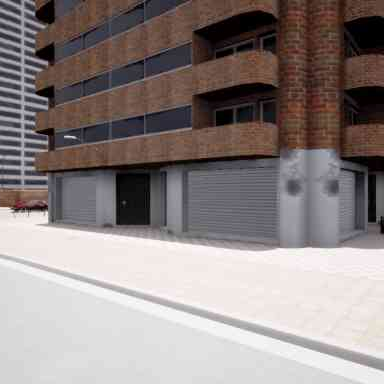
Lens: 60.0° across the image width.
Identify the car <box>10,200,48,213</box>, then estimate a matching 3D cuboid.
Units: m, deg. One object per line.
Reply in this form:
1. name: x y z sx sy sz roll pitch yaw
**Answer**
1. car: -17.894 1.601 37.672 1.895 1.301 4.718 0 0 39
